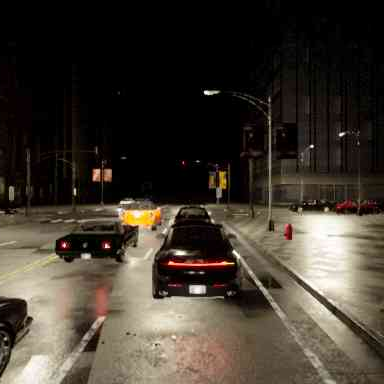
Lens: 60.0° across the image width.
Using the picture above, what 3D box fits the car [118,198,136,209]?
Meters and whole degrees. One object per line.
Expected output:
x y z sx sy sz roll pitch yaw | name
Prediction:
-9.736 1.726 50.428 1.812 1.442 4.674 0 0 0 | car

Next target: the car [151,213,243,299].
0.116 1.508 8.409 1.837 1.490 4.892 0 0 0 | car

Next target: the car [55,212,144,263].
-3.123 1.611 12.020 1.895 1.301 4.718 0 0 0 | car

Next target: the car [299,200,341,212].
15.270 1.647 39.797 4.313 1.339 1.947 0 0 -1 | car

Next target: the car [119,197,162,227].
-3.104 1.388 21.014 2.097 1.767 4.553 0 0 0 | car

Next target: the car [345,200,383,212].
20.910 1.628 39.872 4.313 1.339 1.947 0 0 -1 | car

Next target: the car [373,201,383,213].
23.108 1.625 37.150 4.718 1.301 1.895 0 -1 -1 | car

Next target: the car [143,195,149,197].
-9.684 1.818 61.082 2.033 1.411 5.357 0 0 0 | car

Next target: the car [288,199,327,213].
13.208 1.561 37.016 4.892 1.490 1.837 0 -1 -1 | car

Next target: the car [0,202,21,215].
-19.711 1.656 33.241 4.892 1.490 1.837 -1 -1 3 | car

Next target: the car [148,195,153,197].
-9.597 1.575 71.789 2.150 2.045 5.566 0 0 0 | car

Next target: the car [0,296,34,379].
-3.152 1.547 2.232 2.033 1.411 5.357 0 0 0 | car

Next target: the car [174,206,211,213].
0.038 1.503 17.900 1.882 1.535 5.008 0 0 0 | car

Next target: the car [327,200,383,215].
15.382 1.565 31.273 4.206 1.307 1.802 0 0 -1 | car
